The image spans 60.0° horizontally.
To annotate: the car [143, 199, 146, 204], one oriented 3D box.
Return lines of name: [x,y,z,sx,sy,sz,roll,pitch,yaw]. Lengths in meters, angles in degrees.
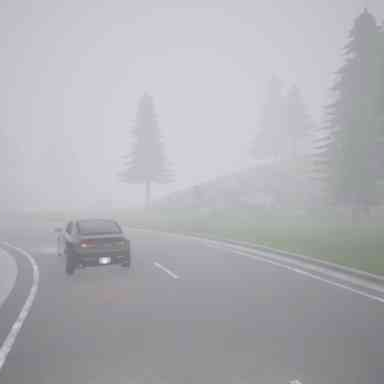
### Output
car: [-7.677,1.993,71.924,1.837,1.490,4.892,-1,0,37]

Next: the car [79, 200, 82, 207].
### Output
car: [-16.856,2.046,59.720,2.033,1.411,5.357,-1,0,37]

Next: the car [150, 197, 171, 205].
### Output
car: [-6.413,1.814,67.783,2.097,1.767,4.553,-1,0,37]

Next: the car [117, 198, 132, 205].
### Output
car: [-14.958,2.092,73.876,2.128,1.511,4.902,-1,0,37]

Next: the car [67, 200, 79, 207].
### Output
car: [-19.772,2.082,61.636,2.033,1.411,5.357,-1,0,37]

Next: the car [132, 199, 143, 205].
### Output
car: [-10.475,2.126,74.024,1.895,1.301,4.718,-1,0,37]

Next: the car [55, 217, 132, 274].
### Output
car: [-3.379,1.602,11.138,1.837,1.490,4.892,0,0,-25]

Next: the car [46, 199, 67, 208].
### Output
car: [-24.305,2.048,61.412,1.882,1.535,5.008,-1,0,37]

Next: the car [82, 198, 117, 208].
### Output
car: [-15.441,1.815,55.816,2.097,1.767,4.553,-1,0,37]
